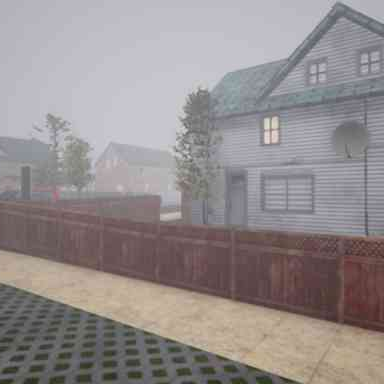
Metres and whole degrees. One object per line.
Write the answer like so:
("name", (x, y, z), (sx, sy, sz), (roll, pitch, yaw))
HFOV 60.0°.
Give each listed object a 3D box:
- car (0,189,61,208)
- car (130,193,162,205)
("car", (-11.319, 0.826, 21.825), (2.150, 2.045, 5.566), (0, 1, 36))
("car", (-4.827, 0.829, 30.842), (2.128, 1.511, 4.902), (0, 1, 36))
